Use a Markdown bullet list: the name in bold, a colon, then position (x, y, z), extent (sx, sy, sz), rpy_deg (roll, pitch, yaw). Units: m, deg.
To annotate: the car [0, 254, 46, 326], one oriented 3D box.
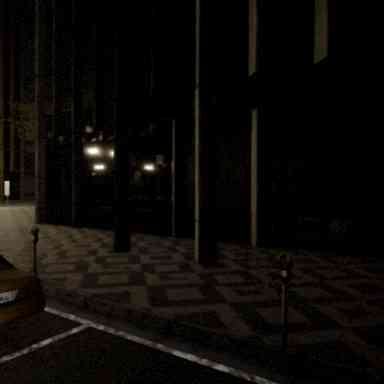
- **car**: position (-4.643, 1.475, 6.022), extent (4.829, 1.417, 1.752), rpy_deg (0, 1, 34)
